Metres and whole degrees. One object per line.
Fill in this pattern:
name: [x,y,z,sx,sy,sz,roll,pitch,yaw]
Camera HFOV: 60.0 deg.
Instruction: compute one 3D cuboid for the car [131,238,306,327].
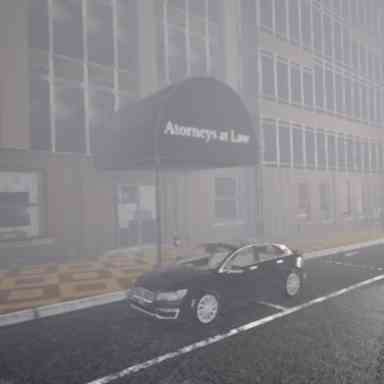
car: [0.791,1.741,7.329,4.403,1.369,2.008,0,-3,-39]
